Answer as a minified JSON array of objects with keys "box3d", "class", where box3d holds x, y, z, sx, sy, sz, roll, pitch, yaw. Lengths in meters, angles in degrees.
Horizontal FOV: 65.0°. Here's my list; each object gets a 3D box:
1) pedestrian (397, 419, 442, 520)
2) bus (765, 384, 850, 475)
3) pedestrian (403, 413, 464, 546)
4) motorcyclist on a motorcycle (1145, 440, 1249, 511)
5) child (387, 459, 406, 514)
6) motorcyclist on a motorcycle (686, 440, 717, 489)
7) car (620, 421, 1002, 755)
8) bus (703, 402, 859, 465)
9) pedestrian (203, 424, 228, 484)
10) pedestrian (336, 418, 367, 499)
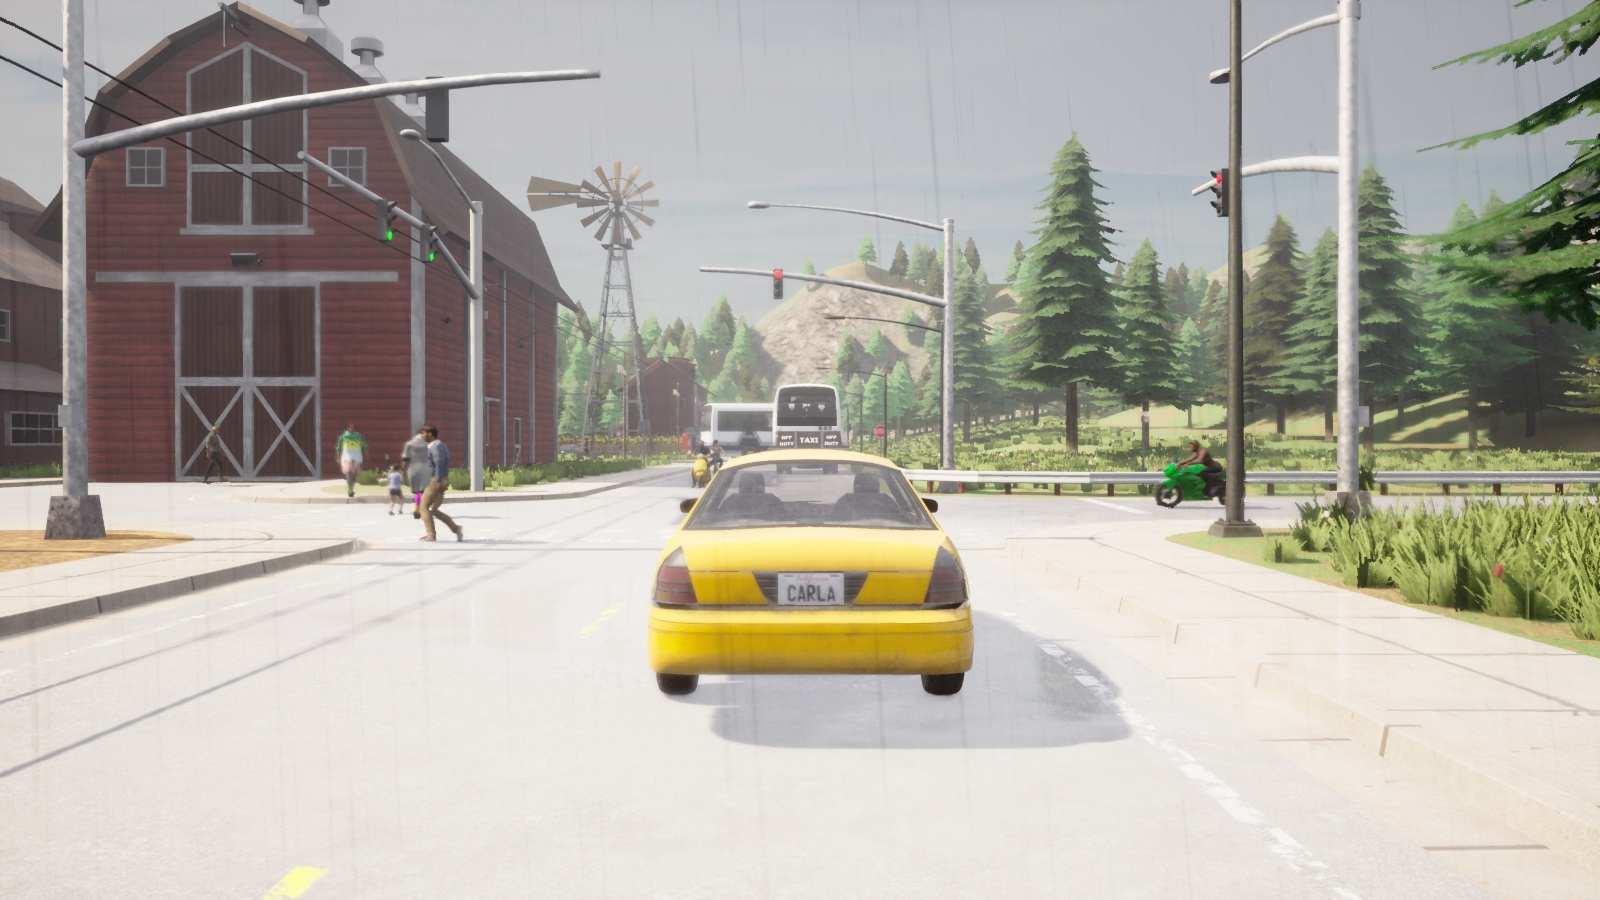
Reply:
[{"box3d":[-7.480,0.376,24.739,0.659,1.952,0.873,0,0,-3],"class":"pedestrian"},{"box3d":[0.361,-0.989,63.582,3.944,4.253,10.273,0,0,0],"class":"bus"},{"box3d":[-5.457,0.432,18.713,0.788,1.949,0.423,0,0,1],"class":"pedestrian"},{"box3d":[8.736,0.553,27.682,2.044,1.523,0.797,0,0,-1],"class":"motorcyclist on a motorcycle"},{"box3d":[-8.230,0.750,25.640,0.255,1.110,0.394,0,0,2],"class":"child"},{"box3d":[-3.259,0.462,41.690,0.866,1.590,1.817,0,0,0],"class":"motorcyclist on a motorcycle"},{"box3d":[0.063,0.637,8.603,1.801,1.575,5.366,0,0,0],"class":"car"},{"box3d":[-1.368,-1.128,88.703,10.273,4.253,3.944,0,0,-18],"class":"bus"},{"box3d":[-18.211,0.126,39.110,0.634,1.846,0.331,0,0,0],"class":"pedestrian"},{"box3d":[-10.899,0.200,30.514,0.659,1.952,0.873,0,0,-23],"class":"pedestrian"}]
